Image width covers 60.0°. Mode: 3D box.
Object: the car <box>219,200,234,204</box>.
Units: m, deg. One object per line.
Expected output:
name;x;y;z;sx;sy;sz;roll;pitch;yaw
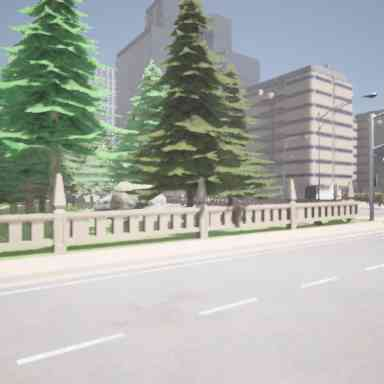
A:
car;6.167;1.485;63.383;1.837;1.490;4.892;0;-1;-35

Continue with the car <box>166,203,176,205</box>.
car;-4.552;1.536;60.237;2.033;1.411;5.357;0;0;-35

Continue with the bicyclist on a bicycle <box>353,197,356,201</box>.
bicyclist on a bicycle;22.712;1.285;46.783;1.656;1.620;0.582;0;0;-35
